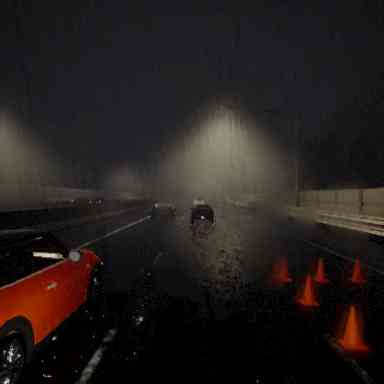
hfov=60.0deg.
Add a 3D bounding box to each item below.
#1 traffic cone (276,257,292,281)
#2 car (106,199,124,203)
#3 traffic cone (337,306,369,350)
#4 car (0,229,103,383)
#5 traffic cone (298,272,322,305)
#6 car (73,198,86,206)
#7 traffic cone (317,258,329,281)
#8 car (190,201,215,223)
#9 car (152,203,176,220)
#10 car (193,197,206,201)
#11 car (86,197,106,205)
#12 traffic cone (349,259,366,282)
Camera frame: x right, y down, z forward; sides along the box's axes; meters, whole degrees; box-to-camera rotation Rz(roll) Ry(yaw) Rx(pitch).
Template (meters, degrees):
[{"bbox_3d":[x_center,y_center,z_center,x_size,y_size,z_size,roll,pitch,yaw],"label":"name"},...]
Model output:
[{"bbox_3d":[2.527,2.093,9.118,0.340,0.580,0.340,1,-1,1],"label":"traffic cone"},{"bbox_3d":[-12.837,1.913,57.375,1.812,1.442,4.674,1,-1,1],"label":"car"},{"bbox_3d":[2.471,2.052,5.118,0.340,0.580,0.340,1,-1,1],"label":"traffic cone"},{"bbox_3d":[-2.930,1.351,5.170,2.097,1.767,4.553,1,-1,1],"label":"car"},{"bbox_3d":[2.499,2.073,7.118,0.340,0.580,0.340,1,-1,1],"label":"traffic cone"},{"bbox_3d":[-19.785,1.784,59.649,2.128,1.511,4.902,1,-1,1],"label":"car"},{"bbox_3d":[3.527,2.111,9.104,0.340,0.580,0.340,1,-1,1],"label":"traffic cone"},{"bbox_3d":[0.907,1.823,29.221,1.837,1.490,4.892,1,-1,1],"label":"car"},{"bbox_3d":[-2.575,1.765,30.778,2.128,1.511,4.902,1,-1,1],"label":"car"},{"bbox_3d":[1.340,1.895,60.007,2.150,2.045,5.566,1,-1,1],"label":"car"},{"bbox_3d":[-16.307,1.689,58.472,2.097,1.767,4.553,1,-1,1],"label":"car"},{"bbox_3d":[4.526,2.130,9.089,0.340,0.580,0.340,1,-1,1],"label":"traffic cone"}]
